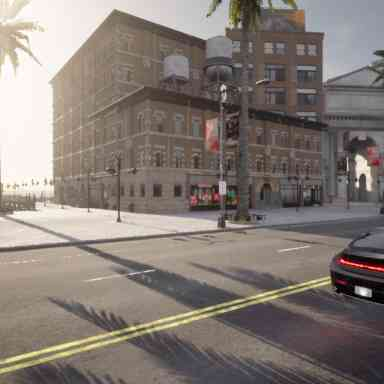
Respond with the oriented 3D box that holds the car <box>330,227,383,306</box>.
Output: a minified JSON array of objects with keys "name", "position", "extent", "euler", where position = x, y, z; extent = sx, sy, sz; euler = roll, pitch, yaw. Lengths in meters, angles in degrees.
[{"name":"car","position":[4.984,1.505,7.265],"extent":[4.892,1.490,1.837],"euler":[0,0,-36]}]
